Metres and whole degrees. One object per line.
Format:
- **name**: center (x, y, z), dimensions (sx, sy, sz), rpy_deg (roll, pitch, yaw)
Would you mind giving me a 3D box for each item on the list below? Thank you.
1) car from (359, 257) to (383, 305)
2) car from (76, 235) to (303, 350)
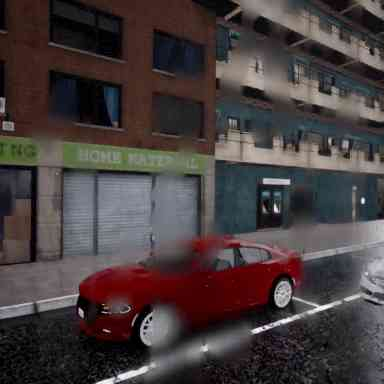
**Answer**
- **car**: center (5.389, 1.528, 6.911), dimensions (4.674, 1.442, 1.812), rpy_deg (0, 0, -35)
- **car**: center (0.190, 1.545, 6.224), dimensions (4.507, 1.381, 1.887), rpy_deg (0, 1, -35)
